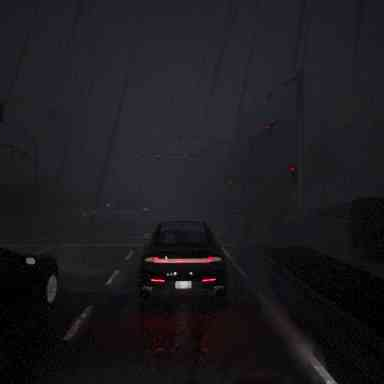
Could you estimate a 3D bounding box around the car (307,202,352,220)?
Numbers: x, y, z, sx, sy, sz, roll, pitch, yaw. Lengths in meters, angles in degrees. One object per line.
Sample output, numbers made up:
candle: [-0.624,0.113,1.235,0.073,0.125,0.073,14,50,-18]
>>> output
car: [12.291,1.545,27.223,5.357,1.411,2.033,0,0,0]

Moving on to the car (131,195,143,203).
car: [-11.811,1.494,71.757,1.837,1.490,4.892,0,0,-1]

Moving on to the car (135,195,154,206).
car: [-8.125,1.488,56.224,2.128,1.511,4.902,0,0,-1]

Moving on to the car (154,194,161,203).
car: [-8.301,1.590,71.219,1.895,1.301,4.718,0,0,-1]

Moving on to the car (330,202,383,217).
car: [15.468,1.599,30.696,4.718,1.301,1.895,0,0,0]

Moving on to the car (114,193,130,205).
car: [-11.626,1.219,56.289,2.150,2.045,5.566,0,0,-1]

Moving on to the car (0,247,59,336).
car: [-3.612,1.477,4.875,1.882,1.535,5.008,0,0,-2]

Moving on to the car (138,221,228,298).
car: [-0.245,1.491,8.539,2.128,1.511,4.902,0,0,-2]

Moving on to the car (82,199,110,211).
car: [-11.534,1.545,40.377,2.033,1.411,5.357,0,0,3]

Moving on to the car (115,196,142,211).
car: [-7.887,1.561,41.426,1.994,1.385,4.181,0,0,-1]
